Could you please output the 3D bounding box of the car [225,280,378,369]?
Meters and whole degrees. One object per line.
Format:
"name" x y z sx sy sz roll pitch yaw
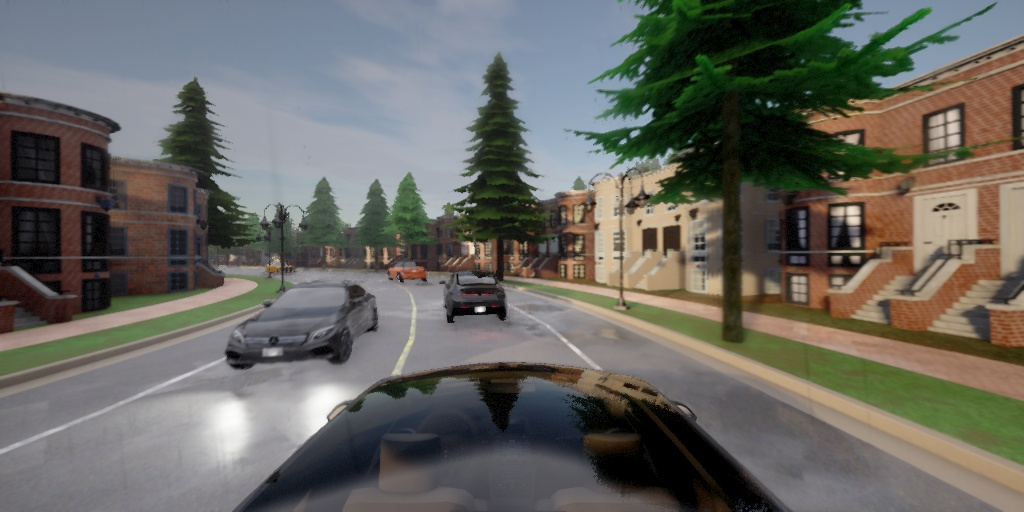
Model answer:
"car" -4.294 1.307 8.135 1.812 1.442 4.674 0 0 -10

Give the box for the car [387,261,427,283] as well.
"car" -8.541 1.156 28.913 2.097 1.767 4.553 -1 0 -32

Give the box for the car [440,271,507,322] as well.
"car" -1.413 1.261 12.473 1.837 1.490 4.892 0 0 -12

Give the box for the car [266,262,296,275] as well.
"car" -27.792 1.428 43.046 5.008 1.535 1.882 -1 0 39
